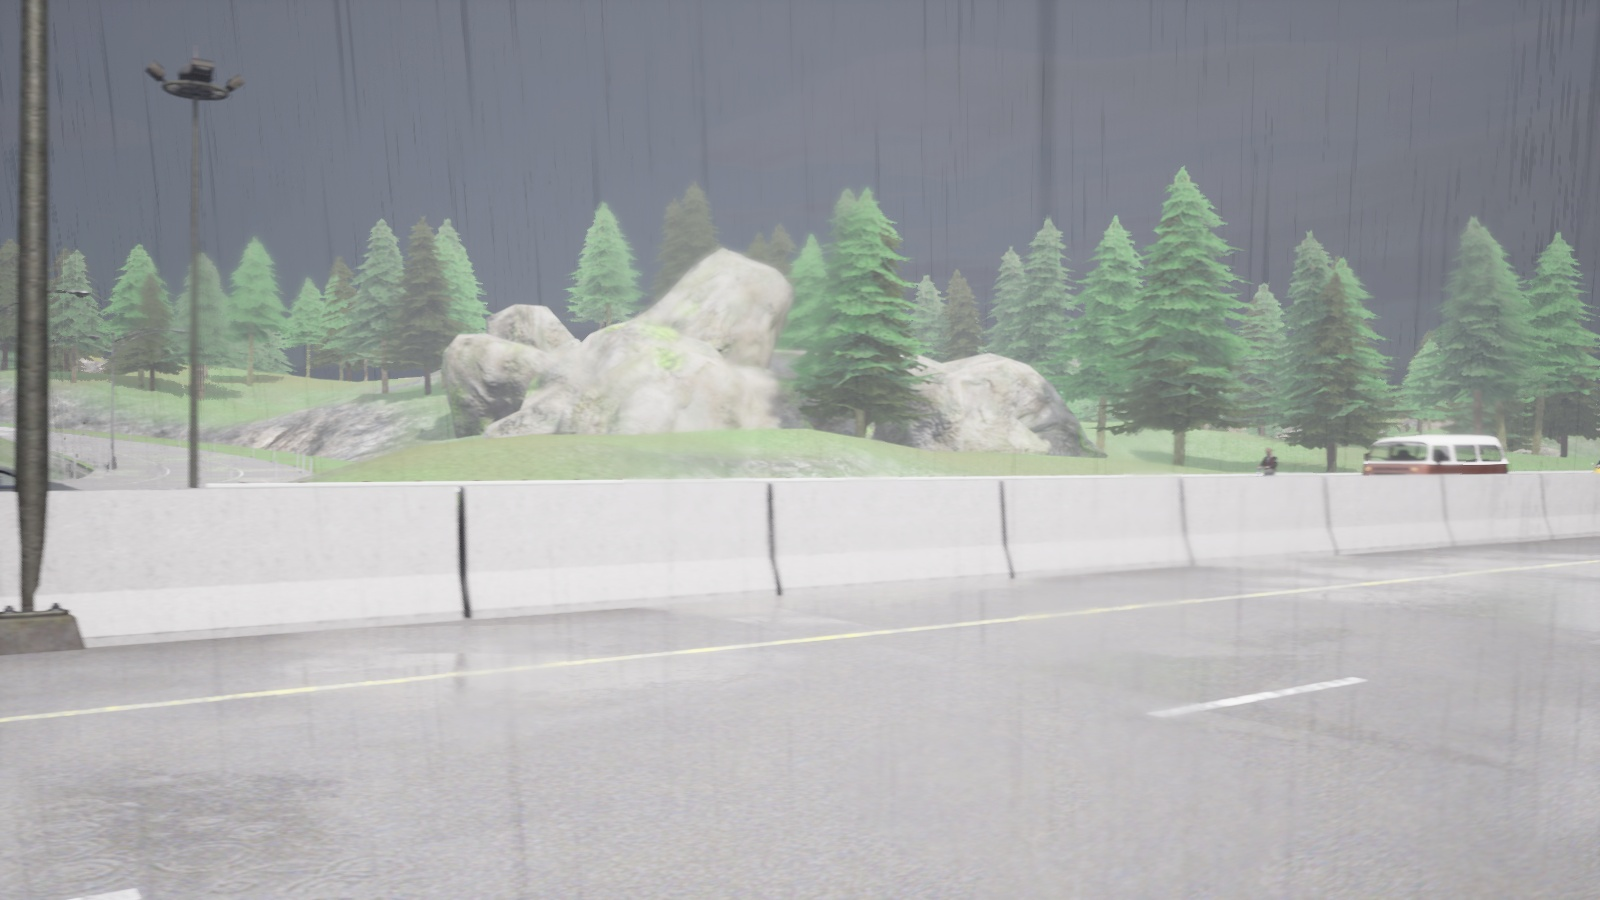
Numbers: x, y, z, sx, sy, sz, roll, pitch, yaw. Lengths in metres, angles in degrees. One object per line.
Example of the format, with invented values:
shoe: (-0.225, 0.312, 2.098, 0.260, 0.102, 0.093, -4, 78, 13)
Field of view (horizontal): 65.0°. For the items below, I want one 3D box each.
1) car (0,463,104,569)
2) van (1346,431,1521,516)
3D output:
car: (-11.790, 0.875, 16.773, 4.181, 1.385, 1.994, 0, 0, -35)
van: (16.151, 0.567, 31.957, 4.480, 2.038, 2.069, 0, 0, -35)
